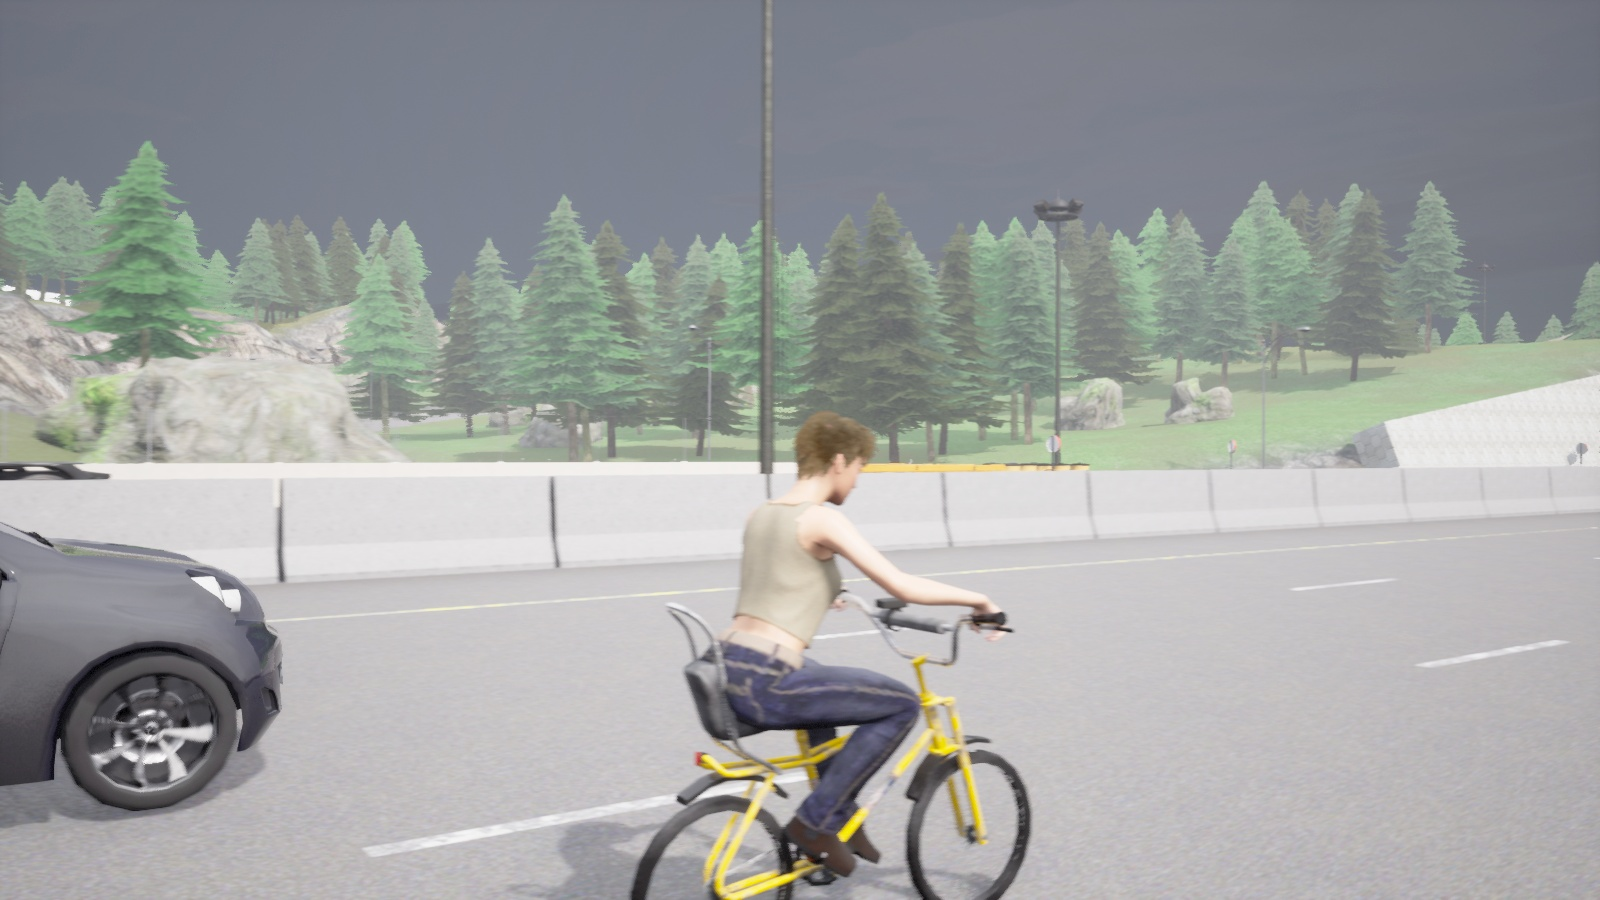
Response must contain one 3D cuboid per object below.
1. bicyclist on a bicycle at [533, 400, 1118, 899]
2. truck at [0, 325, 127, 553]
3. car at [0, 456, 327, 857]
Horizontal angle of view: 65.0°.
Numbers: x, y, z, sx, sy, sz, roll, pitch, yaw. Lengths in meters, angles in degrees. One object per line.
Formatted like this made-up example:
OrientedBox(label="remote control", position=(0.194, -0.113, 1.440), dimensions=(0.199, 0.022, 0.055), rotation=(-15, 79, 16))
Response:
OrientedBox(label="bicyclist on a bicycle", position=(0.094, 0.691, 3.719), dimensions=(1.509, 1.612, 0.866), rotation=(0, 0, -35))
OrientedBox(label="truck", position=(-14.824, -0.159, 18.962), dimensions=(7.936, 3.462, 2.891), rotation=(0, 0, -35))
OrientedBox(label="car", position=(-4.047, 0.780, 5.106), dimensions=(3.633, 1.501, 1.845), rotation=(0, 0, -35))
